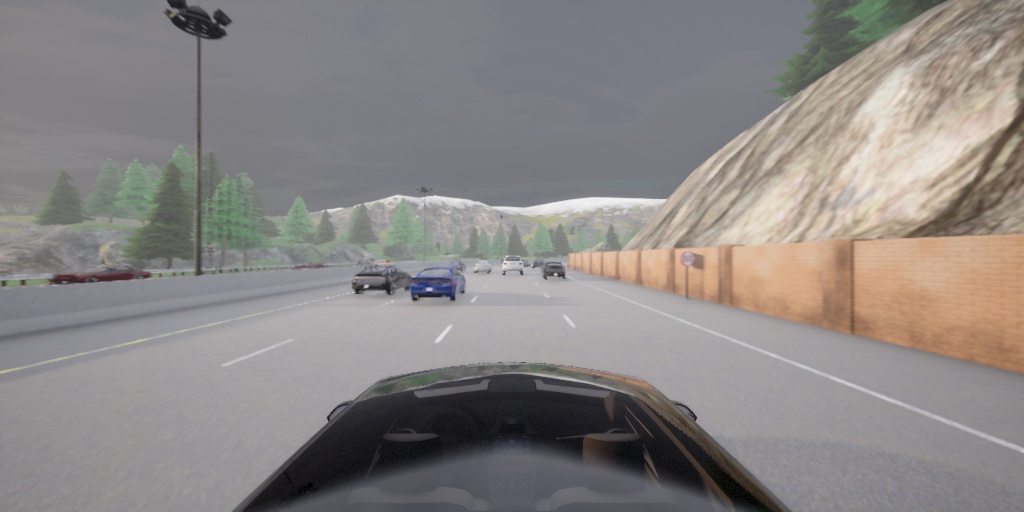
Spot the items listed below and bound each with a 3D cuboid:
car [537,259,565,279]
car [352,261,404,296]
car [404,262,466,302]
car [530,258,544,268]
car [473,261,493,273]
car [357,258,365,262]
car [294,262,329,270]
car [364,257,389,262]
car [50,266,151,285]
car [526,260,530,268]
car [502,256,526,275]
[{"bbox_3d":[3.601,1.256,32.045,1.837,1.490,4.892,0,0,0],"label":"car"},{"bbox_3d":[-6.898,1.241,19.444,2.128,1.511,4.902,0,0,0],"label":"car"},{"bbox_3d":[-3.396,1.228,17.210,1.882,1.535,5.008,0,0,0],"label":"car"},{"bbox_3d":[4.772,1.104,60.104,2.097,1.767,4.553,0,0,10],"label":"car"},{"bbox_3d":[-3.395,1.276,42.590,1.812,1.442,4.674,0,0,0],"label":"car"},{"bbox_3d":[-20.869,1.313,51.866,1.994,1.385,4.181,0,0,2],"label":"car"},{"bbox_3d":[-24.571,1.348,44.059,1.895,1.301,4.718,0,0,0],"label":"car"},{"bbox_3d":[-17.503,1.227,48.138,1.882,1.535,5.008,0,0,1],"label":"car"},{"bbox_3d":[-28.090,1.348,24.726,1.895,1.301,4.718,0,0,0],"label":"car"},{"bbox_3d":[2.161,1.315,63.030,1.994,1.385,4.181,0,0,14],"label":"car"},{"bbox_3d":[0.100,0.972,39.808,2.150,2.045,5.566,0,0,0],"label":"car"}]
